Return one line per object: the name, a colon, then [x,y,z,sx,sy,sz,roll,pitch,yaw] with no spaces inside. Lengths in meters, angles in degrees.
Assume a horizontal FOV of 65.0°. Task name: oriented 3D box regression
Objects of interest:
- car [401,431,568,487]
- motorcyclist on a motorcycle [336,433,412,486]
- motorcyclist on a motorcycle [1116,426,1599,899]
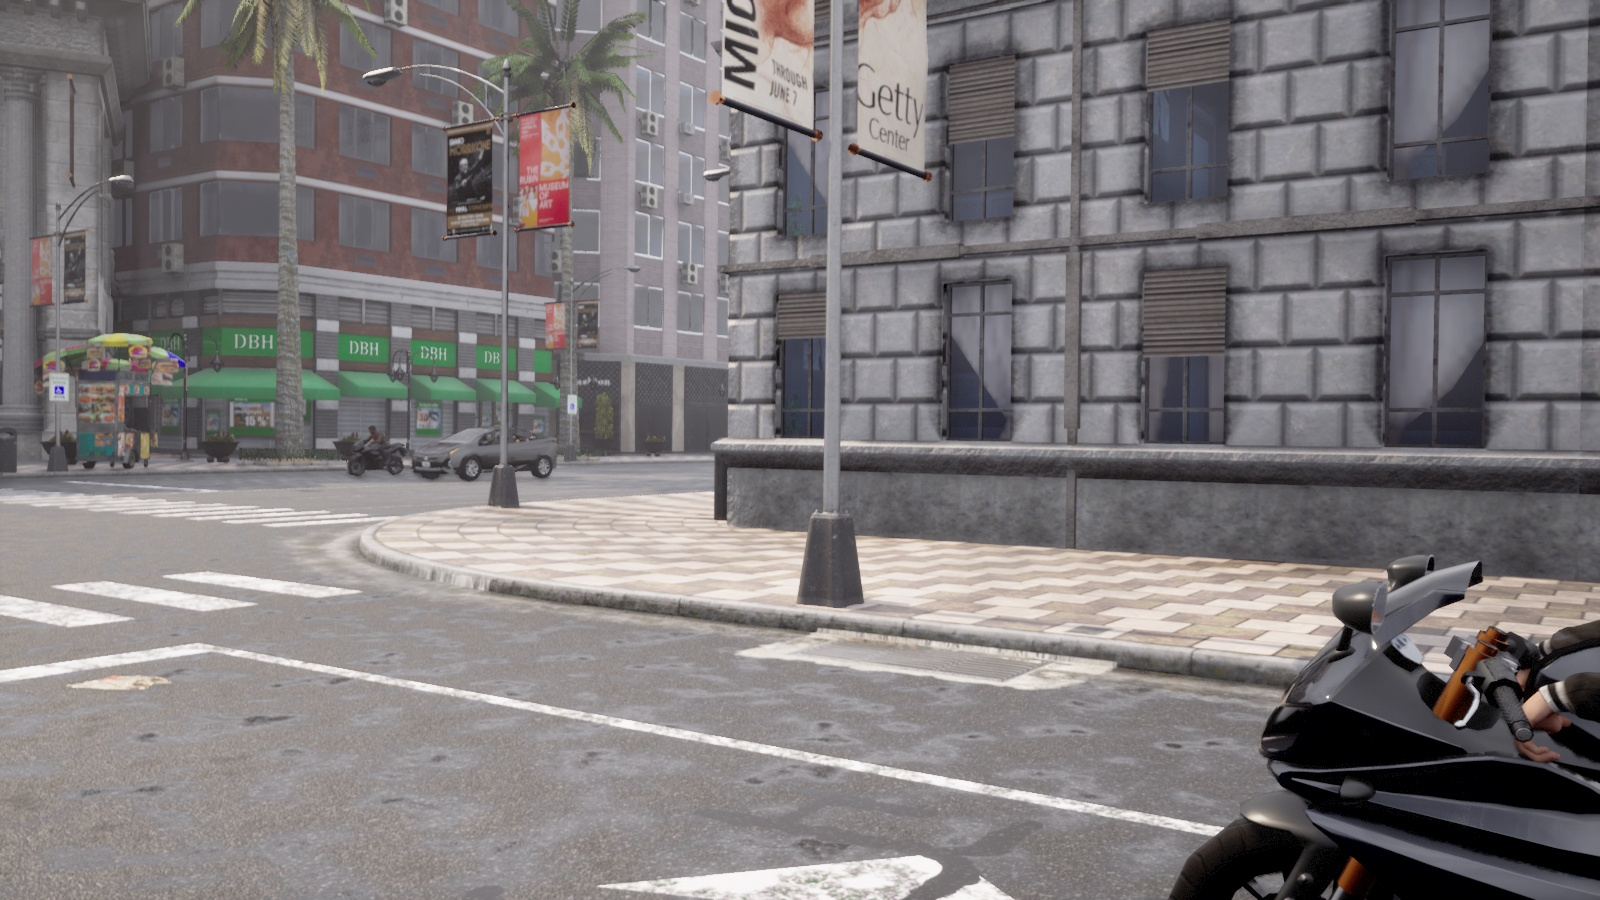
car: [-9.135,0.214,36.688,2.007,1.525,4.514,0,1,34]
motorcyclist on a motorcycle: [-12.715,0.263,37.542,0.797,1.523,2.044,0,2,34]
motorcyclist on a motorcycle: [1.824,0.717,2.412,2.191,1.530,0.866,0,1,34]
